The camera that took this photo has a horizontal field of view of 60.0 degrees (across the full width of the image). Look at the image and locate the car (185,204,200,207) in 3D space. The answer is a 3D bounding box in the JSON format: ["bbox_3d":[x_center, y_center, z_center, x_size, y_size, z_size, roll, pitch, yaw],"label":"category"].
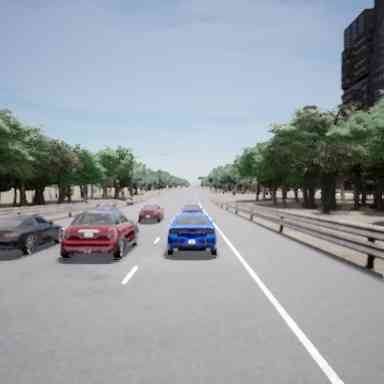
[{"bbox_3d":[0.009,1.809,28.903,1.812,1.442,4.674,0,0,1],"label":"car"}]

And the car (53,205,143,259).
[{"bbox_3d":[-3.486,1.494,13.396,2.097,1.767,4.553,0,-1,0],"label":"car"}]

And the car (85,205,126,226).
[{"bbox_3d":[-7.004,1.820,27.517,2.033,1.411,5.357,0,0,0],"label":"car"}]

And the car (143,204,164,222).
[{"bbox_3d":[-3.490,1.809,28.905,1.812,1.442,4.674,0,0,1],"label":"car"}]

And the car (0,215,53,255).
[{"bbox_3d":[-6.982,1.673,13.897,1.812,1.442,4.674,0,0,1],"label":"car"}]

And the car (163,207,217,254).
[{"bbox_3d":[0.022,1.629,14.248,1.882,1.535,5.008,0,0,1],"label":"car"}]
